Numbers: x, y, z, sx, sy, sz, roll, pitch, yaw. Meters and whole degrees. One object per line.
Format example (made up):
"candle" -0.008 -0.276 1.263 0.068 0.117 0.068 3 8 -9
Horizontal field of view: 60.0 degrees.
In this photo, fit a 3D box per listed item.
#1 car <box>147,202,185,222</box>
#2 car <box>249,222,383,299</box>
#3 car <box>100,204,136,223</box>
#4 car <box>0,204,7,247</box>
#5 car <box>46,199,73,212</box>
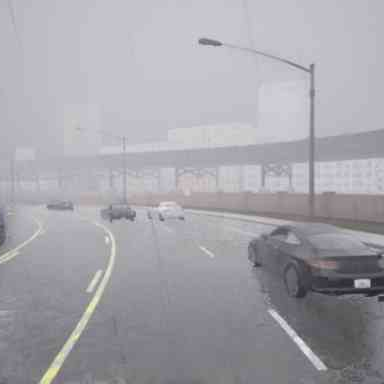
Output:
"car" -2.037 1.465 25.686 1.812 1.442 4.674 -1 0 -24
"car" 2.836 1.489 8.327 1.812 1.442 4.674 0 0 -6
"car" -5.829 1.586 25.730 1.895 1.301 4.718 -1 0 -25
"car" -8.552 1.263 12.119 2.150 2.045 5.566 0 0 -14
"car" -16.149 1.562 40.525 2.163 1.488 4.792 -1 1 -43
